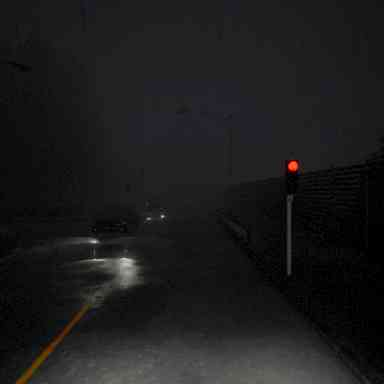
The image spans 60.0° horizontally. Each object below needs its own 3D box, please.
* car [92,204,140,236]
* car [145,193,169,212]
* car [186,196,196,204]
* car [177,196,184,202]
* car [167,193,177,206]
[{"bbox_3d":[-4.156,1.472,18.761,1.882,1.535,5.008,0,0,0],"label":"car"},{"bbox_3d":[-4.213,1.342,38.703,2.097,1.767,4.553,0,0,0],"label":"car"},{"bbox_3d":[-0.123,1.482,64.160,1.837,1.490,4.892,0,-2,-1],"label":"car"},{"bbox_3d":[-4.295,1.519,77.394,5.357,1.411,2.033,0,0,40],"label":"car"},{"bbox_3d":[-4.233,1.207,55.901,2.150,2.045,5.566,0,0,0],"label":"car"}]
